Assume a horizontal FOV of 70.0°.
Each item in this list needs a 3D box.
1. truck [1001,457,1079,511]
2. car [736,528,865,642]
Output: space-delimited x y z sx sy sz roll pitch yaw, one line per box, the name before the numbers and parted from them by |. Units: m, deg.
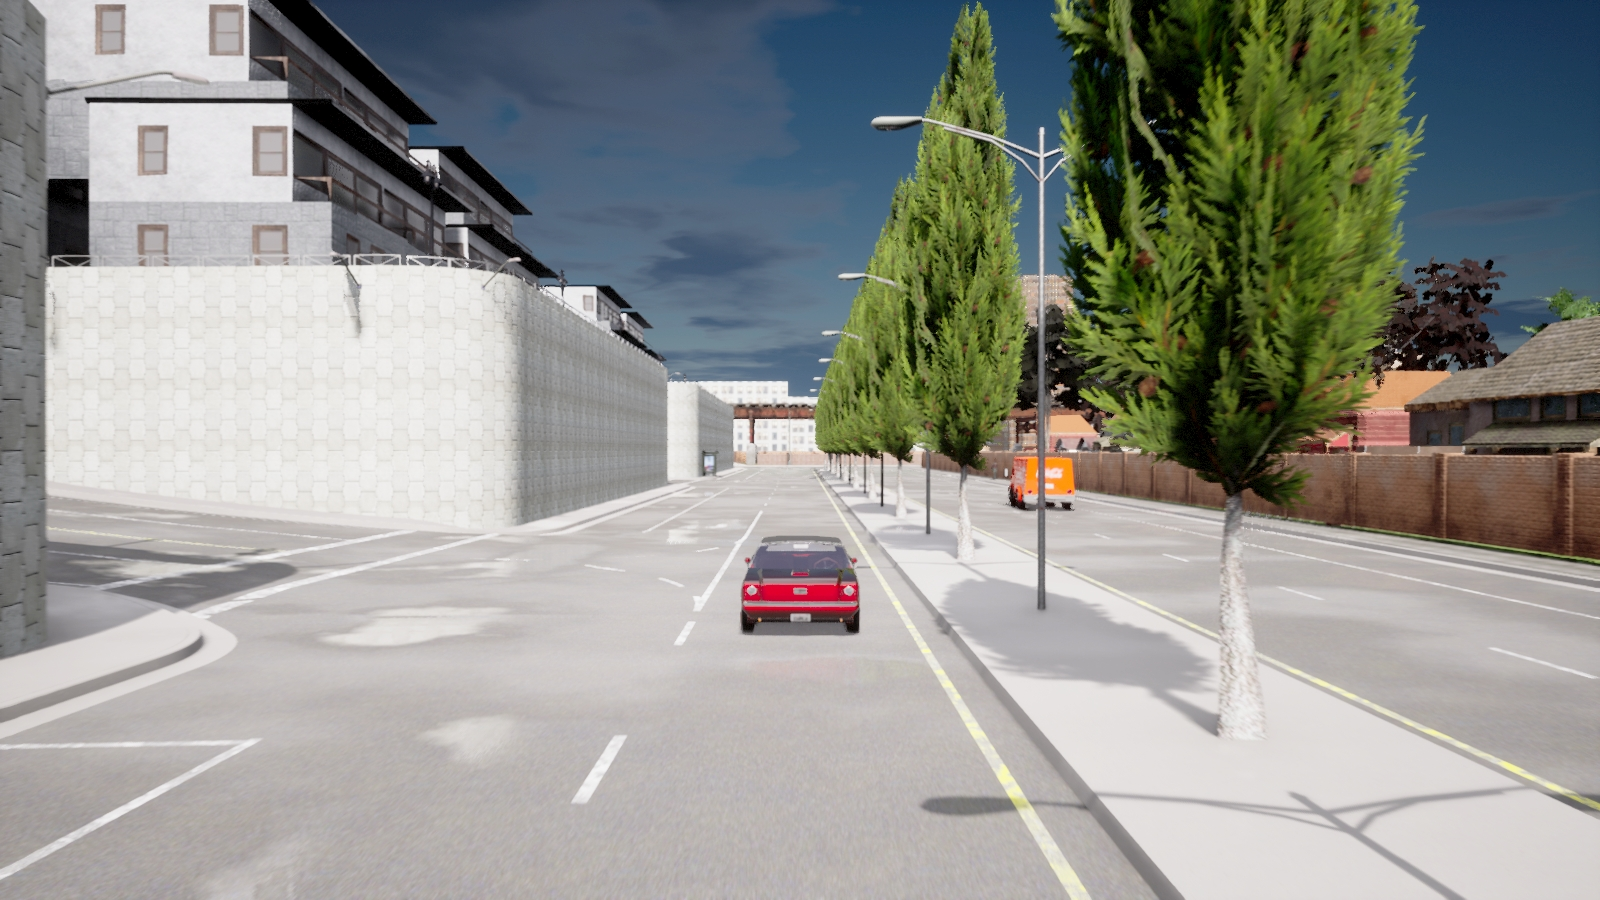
truck | 11.502 1.568 55.179 2.627 2.467 5.204 0 0 0
car | 0.010 2.145 19.149 1.895 1.301 4.718 0 0 0
